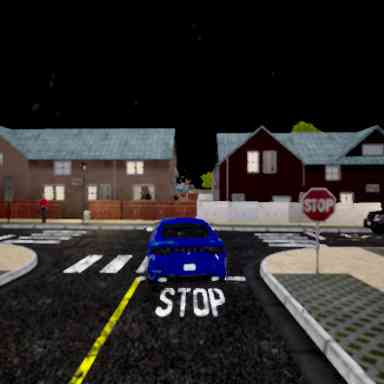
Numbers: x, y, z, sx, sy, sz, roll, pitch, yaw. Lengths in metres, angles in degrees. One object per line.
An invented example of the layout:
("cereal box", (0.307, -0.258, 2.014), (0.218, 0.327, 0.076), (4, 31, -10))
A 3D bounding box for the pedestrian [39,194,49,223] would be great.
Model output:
("pedestrian", (-9.364, 1.047, 21.051), (0.375, 1.860, 0.375), (0, 0, 1))

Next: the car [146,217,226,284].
("car", (-0.299, 1.472, 9.695), (1.882, 1.535, 5.008), (0, 0, -6))

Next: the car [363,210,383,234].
("car", (12.177, 1.345, 17.644), (5.566, 2.045, 2.150), (1, 0, 1))
